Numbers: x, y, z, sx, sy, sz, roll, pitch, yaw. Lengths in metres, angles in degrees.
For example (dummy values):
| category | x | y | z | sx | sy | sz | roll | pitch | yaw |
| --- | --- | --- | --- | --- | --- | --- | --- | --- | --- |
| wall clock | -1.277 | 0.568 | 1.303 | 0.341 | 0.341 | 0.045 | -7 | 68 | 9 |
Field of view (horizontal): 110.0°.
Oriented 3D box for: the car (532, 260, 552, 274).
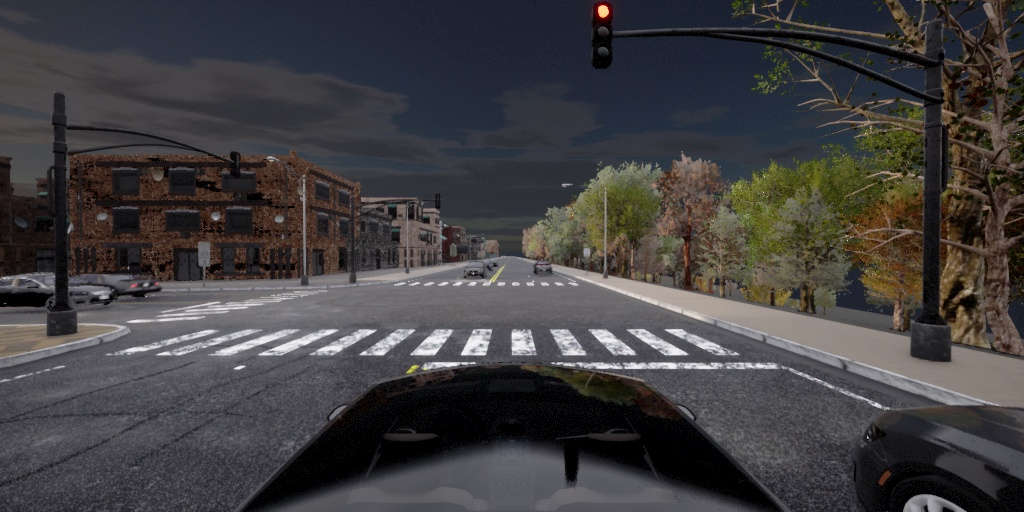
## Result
| category | x | y | z | sx | sy | sz | roll | pitch | yaw |
| --- | --- | --- | --- | --- | --- | --- | --- | --- | --- |
| car | 3.378 | 1.236 | 40.063 | 2.128 | 1.511 | 4.902 | 0 | 0 | 0 |

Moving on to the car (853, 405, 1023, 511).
| category | x | y | z | sx | sy | sz | roll | pitch | yaw |
| --- | --- | --- | --- | --- | --- | --- | --- | --- | --- |
| car | 3.347 | 1.254 | 0.518 | 1.837 | 1.490 | 4.892 | 0 | 0 | 0 |

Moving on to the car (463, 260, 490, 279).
| category | x | y | z | sx | sy | sz | roll | pitch | yaw |
| --- | --- | --- | --- | --- | --- | --- | --- | --- | --- |
| car | -3.316 | 1.250 | 33.070 | 1.837 | 1.490 | 4.892 | 0 | 0 | 0 |

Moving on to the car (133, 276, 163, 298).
| category | x | y | z | sx | sy | sz | roll | pitch | yaw |
| --- | --- | --- | --- | --- | --- | --- | --- | --- | --- |
| car | -21.416 | 1.588 | 18.495 | 5.357 | 1.411 | 2.033 | -1 | 1 | -1 |

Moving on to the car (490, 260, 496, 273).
| category | x | y | z | sx | sy | sz | roll | pitch | yaw |
| --- | --- | --- | --- | --- | --- | --- | --- | --- | --- |
| car | -3.326 | 1.346 | 44.338 | 1.895 | 1.301 | 4.718 | 0 | 0 | 0 |

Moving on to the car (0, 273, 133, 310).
| category | x | y | z | sx | sy | sz | roll | pitch | yaw |
| --- | --- | --- | --- | --- | --- | --- | --- | --- | --- |
| car | -19.913 | 1.541 | 15.289 | 4.902 | 1.511 | 2.128 | -1 | 1 | -1 |

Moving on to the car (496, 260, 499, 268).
| category | x | y | z | sx | sy | sz | roll | pitch | yaw |
| --- | --- | --- | --- | --- | --- | --- | --- | --- | --- |
| car | -3.299 | 1.345 | 61.868 | 1.895 | 1.301 | 4.718 | 0 | 0 | 0 |
